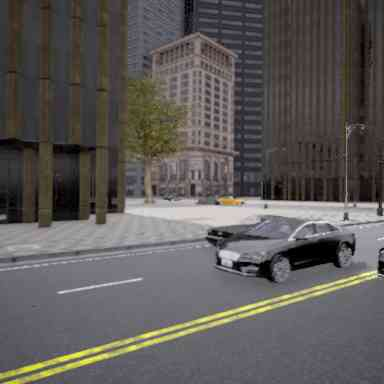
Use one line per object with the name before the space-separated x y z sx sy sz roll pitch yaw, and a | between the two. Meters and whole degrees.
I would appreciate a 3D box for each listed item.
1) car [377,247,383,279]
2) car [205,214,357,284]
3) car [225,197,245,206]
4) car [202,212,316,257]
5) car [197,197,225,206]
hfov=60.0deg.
car | 6.335 1.507 7.955 4.902 1.511 2.128 0 0 -35
car | 2.864 1.503 9.713 4.902 1.511 2.128 0 0 -35
car | 6.534 1.509 54.709 1.882 1.535 5.008 1 -1 -41
car | 2.852 1.615 13.694 4.718 1.301 1.895 0 0 -35
car | 2.691 1.558 54.144 1.994 1.385 4.181 1 -1 -41
